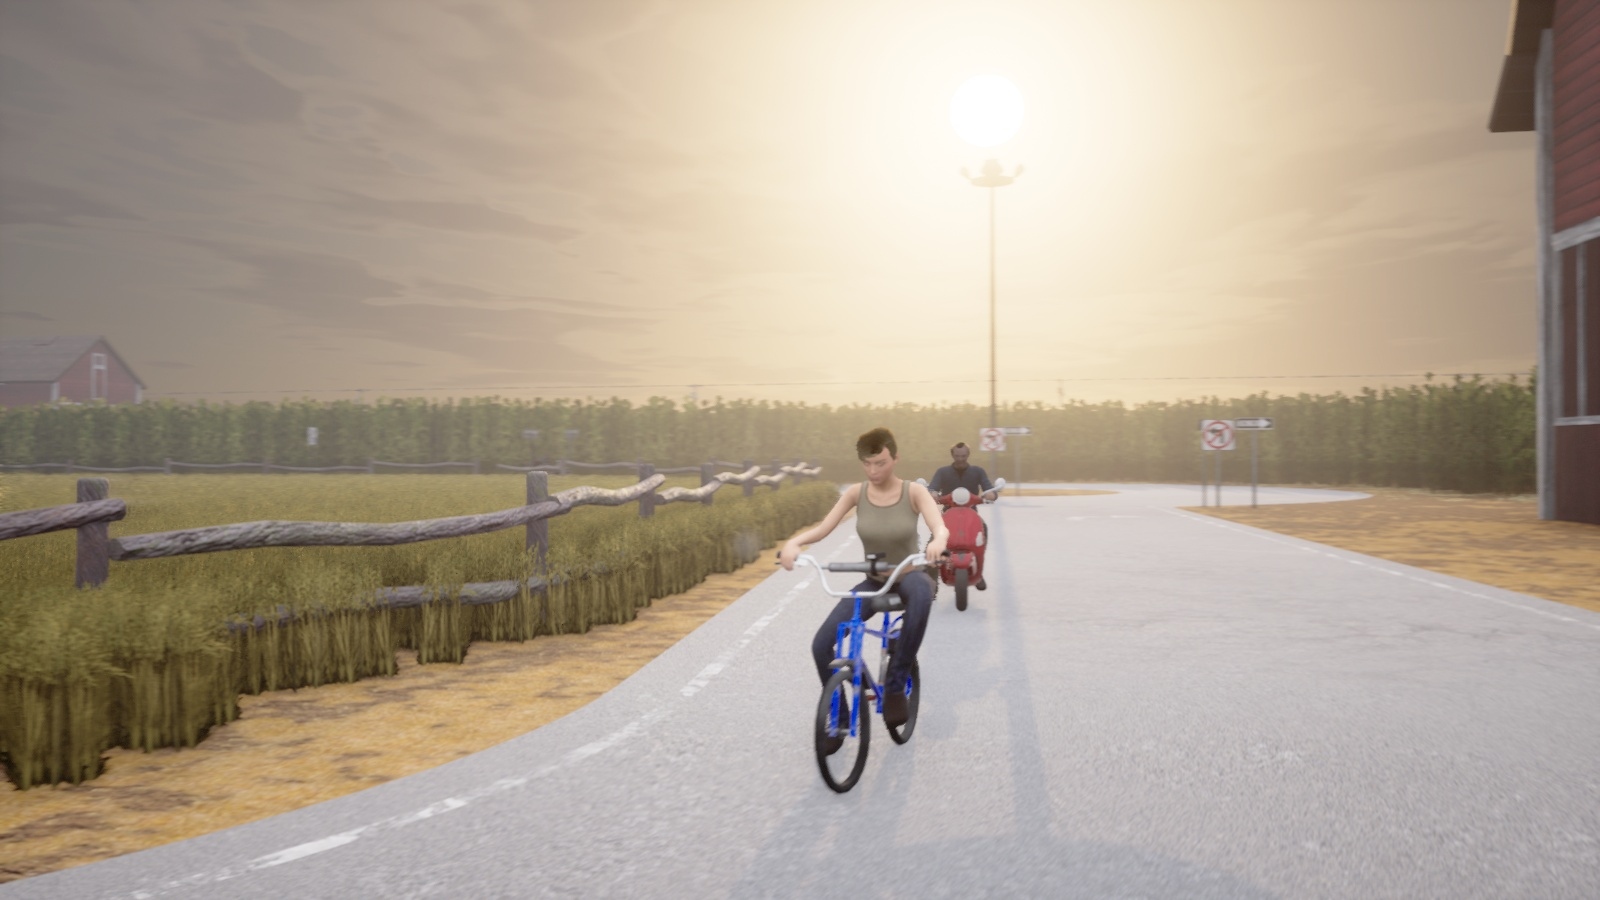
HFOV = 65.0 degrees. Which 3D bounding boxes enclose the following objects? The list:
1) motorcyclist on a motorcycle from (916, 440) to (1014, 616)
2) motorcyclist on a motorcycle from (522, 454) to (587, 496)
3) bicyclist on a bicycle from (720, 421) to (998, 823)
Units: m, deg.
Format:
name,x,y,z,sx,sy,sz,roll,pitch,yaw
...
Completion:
name,x,y,z,sx,sy,sz,roll,pitch,yaw
motorcyclist on a motorcycle,1.612,0.709,12.321,0.866,1.590,1.817,-1,0,7
motorcyclist on a motorcycle,-9.104,0.937,46.576,2.191,1.530,0.866,0,0,11
bicyclist on a bicycle,0.340,0.693,5.897,0.866,1.612,1.509,-1,0,21
